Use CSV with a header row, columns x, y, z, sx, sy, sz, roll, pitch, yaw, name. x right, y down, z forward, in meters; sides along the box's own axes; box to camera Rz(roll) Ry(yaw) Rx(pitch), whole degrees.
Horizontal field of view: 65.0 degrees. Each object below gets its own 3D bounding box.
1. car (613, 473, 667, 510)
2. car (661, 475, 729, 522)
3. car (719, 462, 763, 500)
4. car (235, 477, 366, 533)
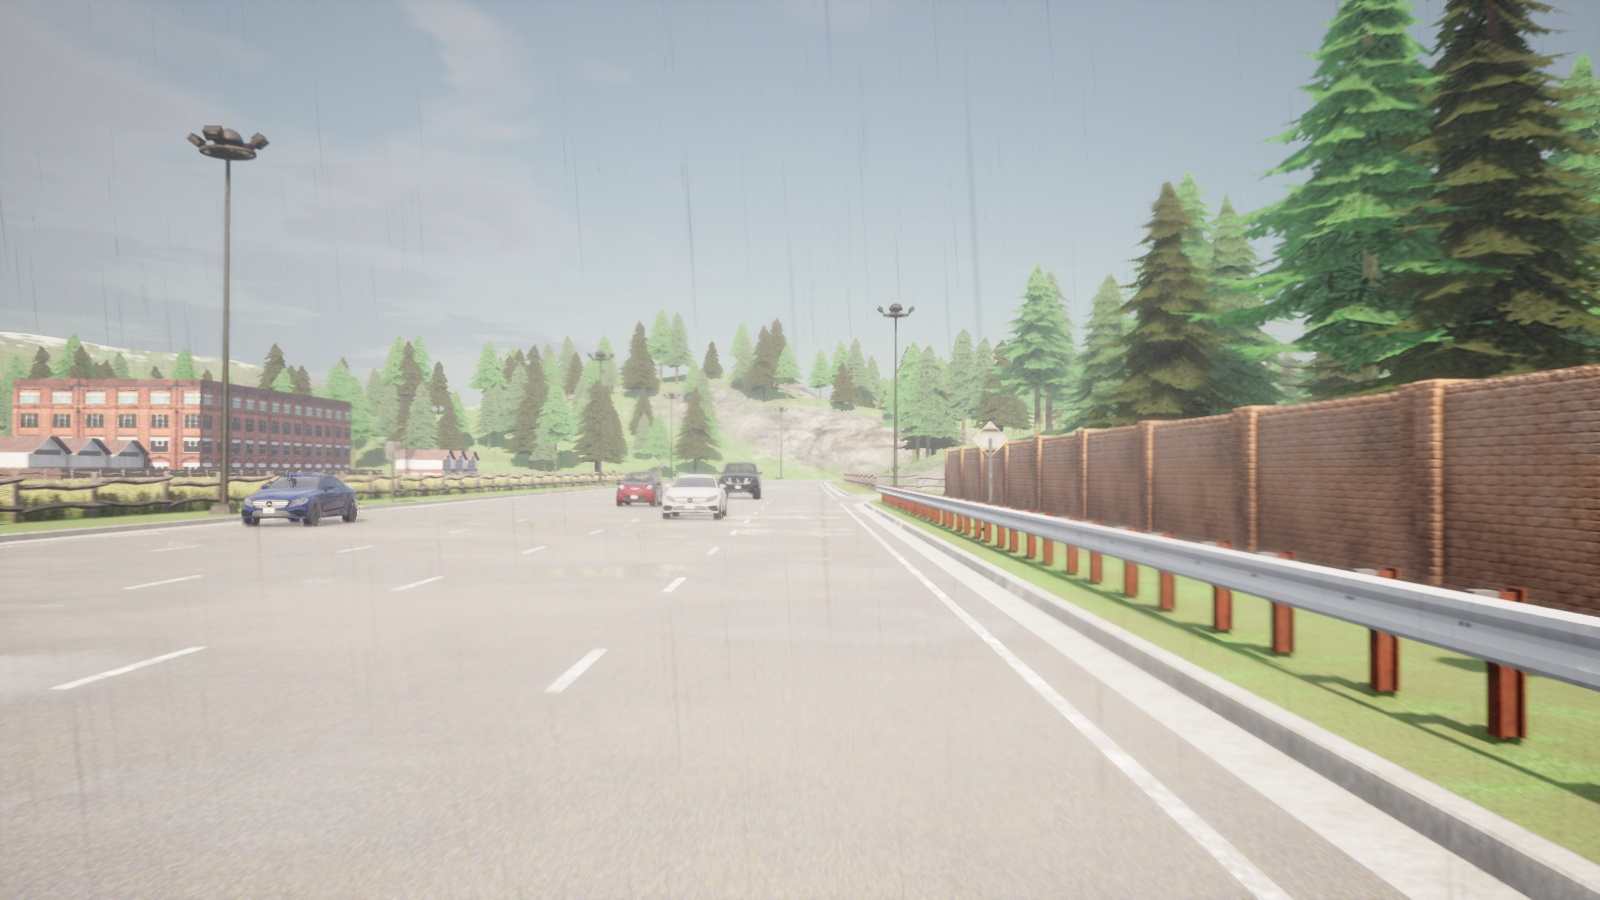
x,y,z,sx,sy,sz,roll,pitch,yaw,name
-6.813,1.755,53.833,1.845,1.501,3.633,0,-1,0,car
-3.361,1.538,40.998,1.812,1.442,4.674,0,-1,0,car
-3.255,1.713,69.868,2.150,2.045,5.566,0,-1,0,car
-13.883,1.481,35.213,1.812,1.442,4.674,0,-1,0,car
